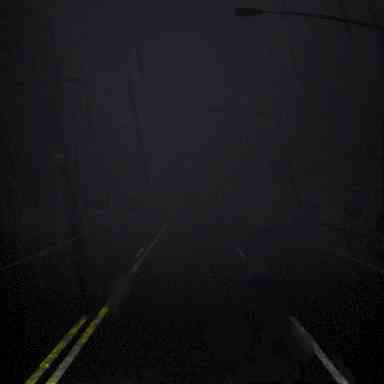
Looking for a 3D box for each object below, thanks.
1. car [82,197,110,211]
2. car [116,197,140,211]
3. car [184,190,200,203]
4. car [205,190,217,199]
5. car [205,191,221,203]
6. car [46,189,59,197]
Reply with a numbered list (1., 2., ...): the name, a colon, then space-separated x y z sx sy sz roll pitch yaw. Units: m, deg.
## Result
1. car: -10.525 1.292 37.079 2.033 1.411 5.357 0 1 0
2. car: -7.022 1.292 37.114 2.033 1.411 5.357 0 1 0
3. car: -0.005 0.622 51.678 2.150 2.045 5.566 0 2 0
4. car: 3.493 0.524 62.067 1.812 1.442 4.674 0 3 0
5. car: 3.495 0.949 51.659 2.033 1.411 5.357 0 2 0
6. car: -25.984 0.200 60.994 1.970 1.475 3.806 0 2 0
